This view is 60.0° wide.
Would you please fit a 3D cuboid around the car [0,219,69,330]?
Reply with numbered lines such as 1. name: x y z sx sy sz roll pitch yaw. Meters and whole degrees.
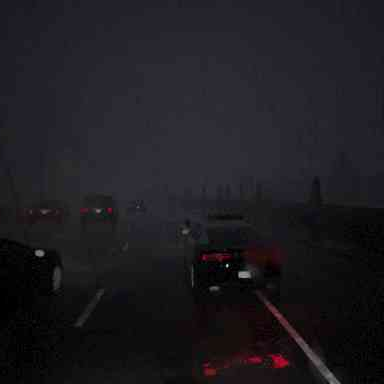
1. car: -3.750 1.477 5.534 1.882 1.535 5.008 0 0 -4

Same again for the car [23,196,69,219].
1. car: -10.109 1.356 23.735 2.097 1.767 4.553 0 0 -13

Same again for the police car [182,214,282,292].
1. police car: 0.803 1.419 9.106 1.930 1.638 5.238 0 0 -5

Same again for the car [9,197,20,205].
1. car: -30.721 1.606 58.809 2.033 1.411 5.357 0 0 -15

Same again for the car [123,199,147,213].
1. car: -6.081 1.556 36.086 1.994 1.385 4.181 0 0 -16

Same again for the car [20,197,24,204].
1. car: -25.665 1.397 53.495 2.097 1.767 4.553 0 0 -15

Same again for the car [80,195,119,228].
1. car: -6.136 1.219 22.220 2.150 2.045 5.566 0 0 -13

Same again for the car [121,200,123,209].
1. car: -8.774 1.599 45.748 1.895 1.301 4.718 0 0 -16
